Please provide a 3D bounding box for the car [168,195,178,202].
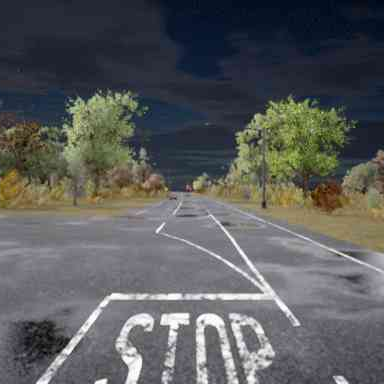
[{"bbox_3d":[-3.826,1.274,67.213,1.895,1.301,4.718,0,0,0],"label":"car"}]
